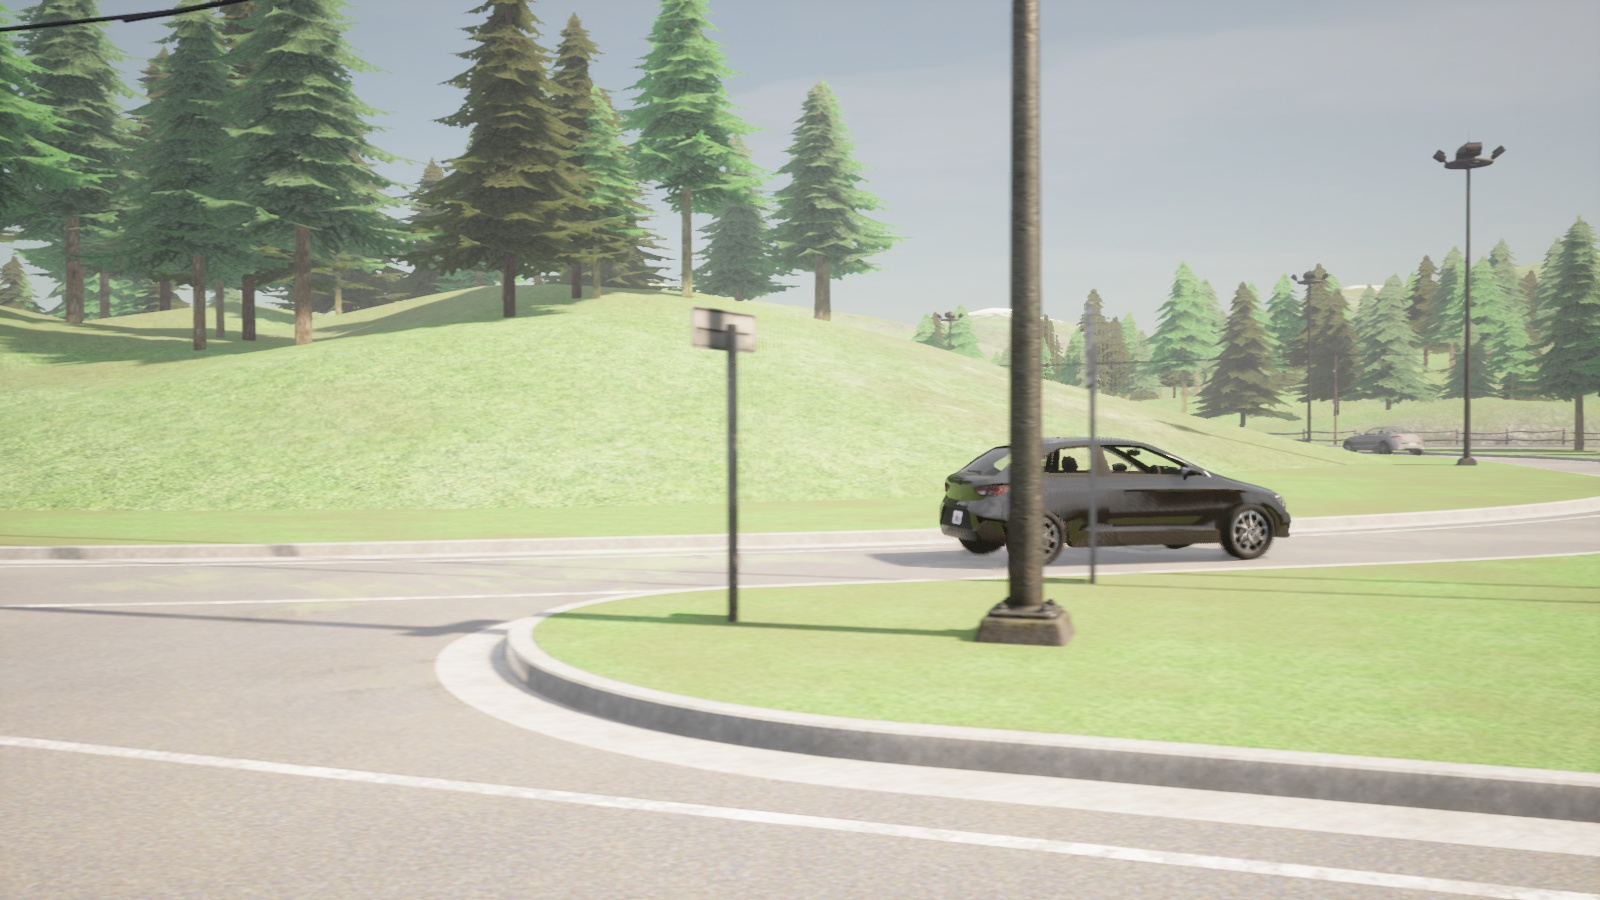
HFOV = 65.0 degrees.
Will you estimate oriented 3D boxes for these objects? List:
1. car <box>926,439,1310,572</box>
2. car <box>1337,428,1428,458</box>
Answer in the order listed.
[{"bbox_3d":[3.846,0.608,15.381,4.193,1.474,1.816,0,1,-15],"label":"car"},{"bbox_3d":[32.849,-0.408,70.979,2.152,1.651,5.027,0,1,-10],"label":"car"}]
